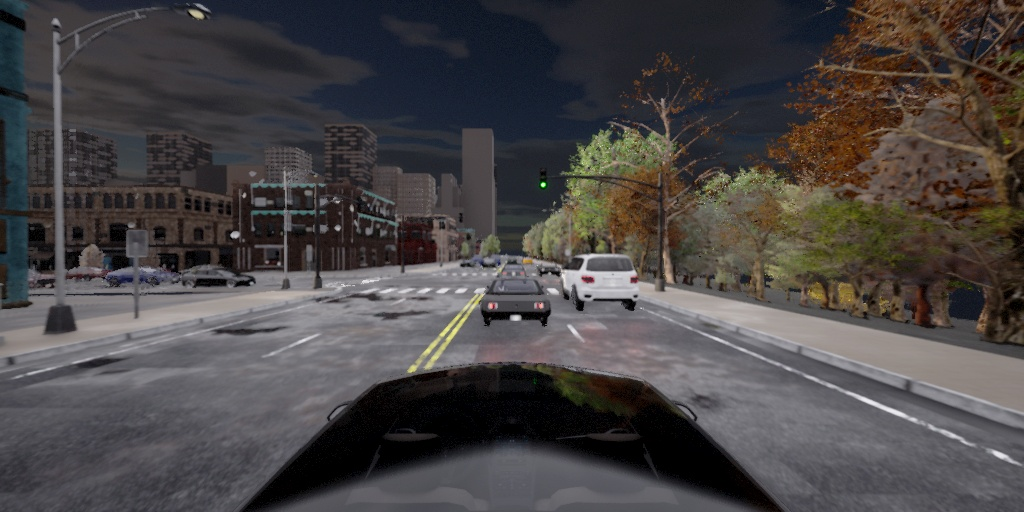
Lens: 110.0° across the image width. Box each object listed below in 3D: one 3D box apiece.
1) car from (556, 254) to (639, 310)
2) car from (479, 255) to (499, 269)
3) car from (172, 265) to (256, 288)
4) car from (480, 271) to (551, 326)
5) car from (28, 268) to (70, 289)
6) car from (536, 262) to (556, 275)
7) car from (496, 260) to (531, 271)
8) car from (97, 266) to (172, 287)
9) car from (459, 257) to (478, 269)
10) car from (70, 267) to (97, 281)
[{"bbox_3d":[3.354,0.939,14.622,2.150,2.045,5.566,0,0,0],"label":"car"},{"bbox_3d":[-3.315,1.087,53.281,1.882,1.535,5.008,0,0,0],"label":"car"},{"bbox_3d":[-19.942,1.508,24.476,4.313,1.339,1.948,0,0,0],"label":"car"},{"bbox_3d":[0.102,1.325,11.585,1.895,1.301,4.718,0,0,0],"label":"car"},{"bbox_3d":[-33.819,1.539,24.619,4.097,1.591,1.967,0,0,0],"label":"car"},{"bbox_3d":[3.357,1.264,34.119,1.895,1.301,4.718,0,0,0],"label":"car"},{"bbox_3d":[0.106,1.231,26.879,2.033,1.411,5.357,0,0,0],"label":"car"},{"bbox_3d":[-27.924,1.526,27.193,4.674,1.442,1.812,-1,1,0],"label":"car"},{"bbox_3d":[-6.566,1.211,52.940,1.895,1.301,4.718,0,0,0],"label":"car"},{"bbox_3d":[-39.343,1.639,33.008,4.207,1.307,1.802,0,0,0],"label":"car"}]
